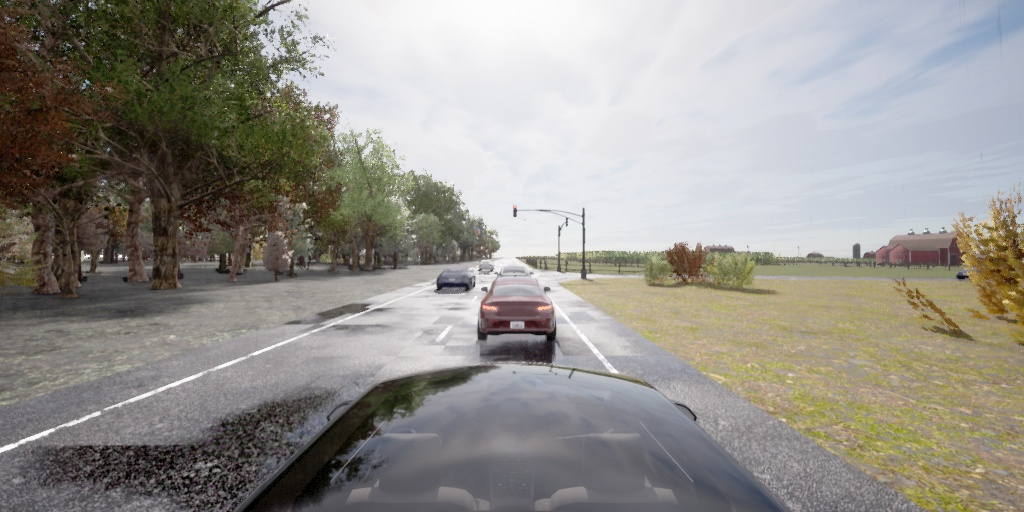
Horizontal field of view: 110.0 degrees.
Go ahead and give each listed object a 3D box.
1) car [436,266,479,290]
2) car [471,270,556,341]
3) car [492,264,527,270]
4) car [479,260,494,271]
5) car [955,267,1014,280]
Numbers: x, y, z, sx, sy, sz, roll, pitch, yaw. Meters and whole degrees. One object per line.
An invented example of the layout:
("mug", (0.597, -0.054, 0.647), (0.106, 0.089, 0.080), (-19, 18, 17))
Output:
("car", (-3.393, 1.316, 22.315), (1.994, 1.385, 4.181), (0, 0, 0))
("car", (0.111, 1.277, 9.780), (1.812, 1.442, 4.674), (0, 0, 0))
("car", (0.104, 1.257, 19.042), (1.837, 1.490, 4.892), (0, 0, 0))
("car", (-3.387, 1.277, 47.979), (1.812, 1.442, 4.674), (0, 0, 0))
("car", (48.942, 1.842, 37.138), (4.181, 1.385, 1.994), (1, -1, 0))
